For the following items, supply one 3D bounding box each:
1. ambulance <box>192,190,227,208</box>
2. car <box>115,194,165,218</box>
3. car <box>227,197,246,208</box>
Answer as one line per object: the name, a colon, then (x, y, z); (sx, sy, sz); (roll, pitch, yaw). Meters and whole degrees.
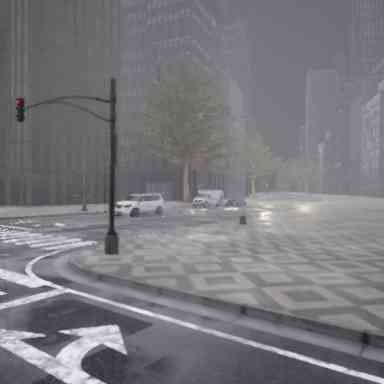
ambulance: (2.323, 0.923, 47.772); (2.351, 2.431, 6.366); (1, 0, 29)
car: (-4.665, 1.164, 29.699); (2.150, 2.045, 5.566); (1, 0, 32)
car: (6.350, 1.496, 48.601); (1.994, 1.385, 4.181); (1, 0, 29)
